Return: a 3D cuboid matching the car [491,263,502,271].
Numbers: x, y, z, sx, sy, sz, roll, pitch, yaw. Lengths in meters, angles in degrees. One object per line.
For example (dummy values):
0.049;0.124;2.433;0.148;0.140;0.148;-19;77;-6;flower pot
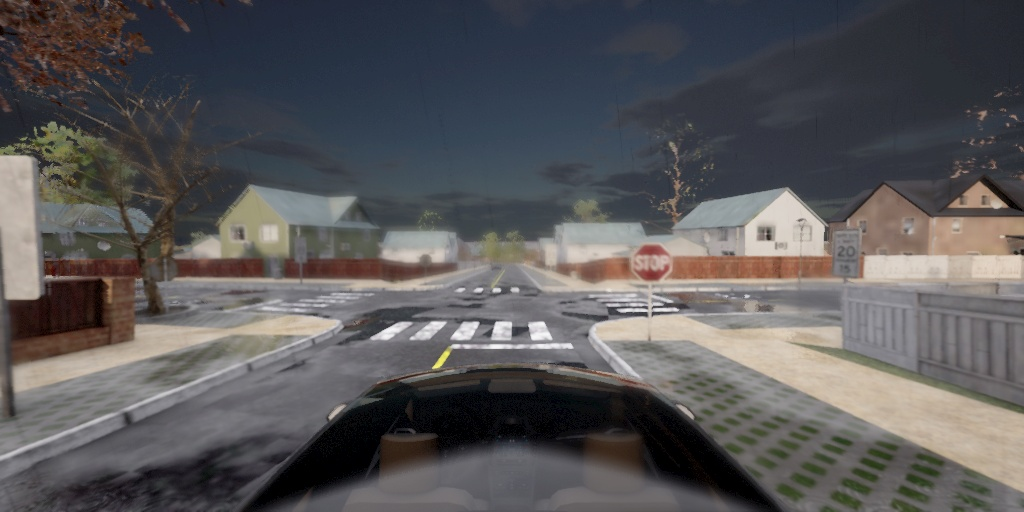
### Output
-2.765;1.932;65.052;1.837;1.490;4.892;0;-1;0;car
